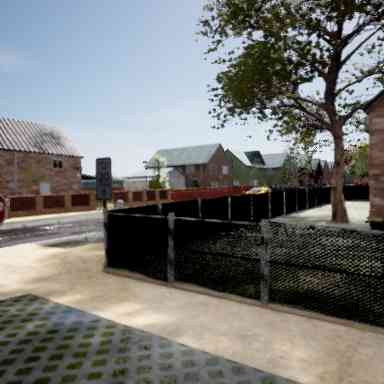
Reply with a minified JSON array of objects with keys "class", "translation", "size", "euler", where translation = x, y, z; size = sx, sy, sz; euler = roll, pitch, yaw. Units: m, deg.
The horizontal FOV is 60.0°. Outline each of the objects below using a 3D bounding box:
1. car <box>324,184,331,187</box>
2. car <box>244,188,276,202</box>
[{"class":"car","translation":[21.906,-0.520,52.421],"size":[1.812,1.442,4.674],"euler":[-1,2,36]},{"class":"car","translation":[6.709,0.331,31.482],"size":[1.882,1.535,5.008],"euler":[-1,2,36]}]
